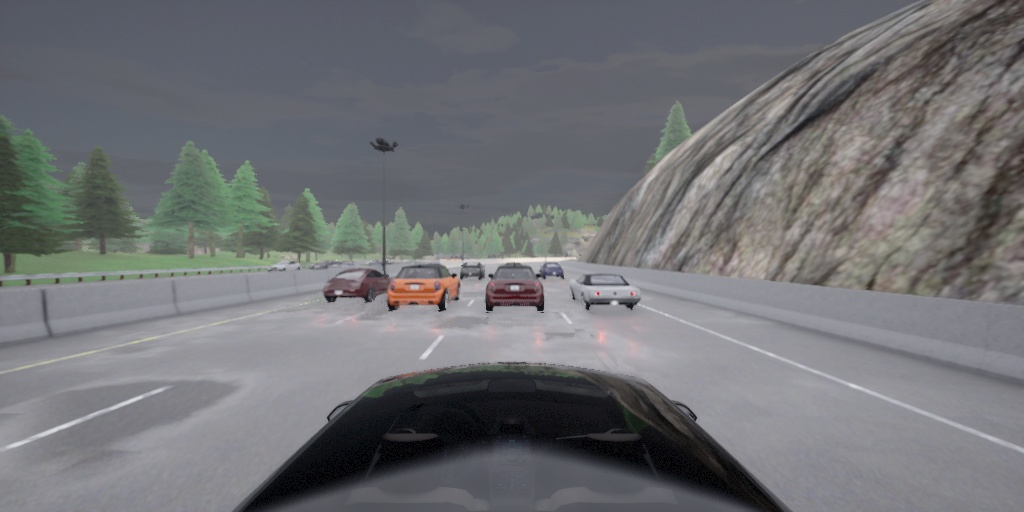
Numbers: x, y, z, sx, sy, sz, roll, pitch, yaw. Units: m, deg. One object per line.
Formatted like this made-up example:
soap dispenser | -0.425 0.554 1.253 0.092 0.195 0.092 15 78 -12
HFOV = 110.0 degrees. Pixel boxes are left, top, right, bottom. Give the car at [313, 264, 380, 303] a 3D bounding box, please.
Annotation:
car | -6.901 1.287 16.576 1.812 1.442 4.674 0 0 0

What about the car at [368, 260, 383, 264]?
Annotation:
car | -17.539 1.276 47.063 2.128 1.511 4.902 0 0 1

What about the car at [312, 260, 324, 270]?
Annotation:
car | -24.532 1.276 47.569 2.128 1.511 4.902 0 0 1

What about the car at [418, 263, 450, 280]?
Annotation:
car | -6.902 1.336 32.303 1.994 1.385 4.181 0 0 0

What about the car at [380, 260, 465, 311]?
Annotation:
car | -3.401 1.111 14.642 2.097 1.767 4.553 0 0 0

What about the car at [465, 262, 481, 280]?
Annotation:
car | -3.402 1.263 31.658 2.128 1.511 4.902 0 0 0

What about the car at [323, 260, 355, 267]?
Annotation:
car | -21.070 1.382 44.801 1.895 1.301 4.718 0 0 0

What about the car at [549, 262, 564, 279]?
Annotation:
car | 3.585 1.298 32.669 1.812 1.442 4.674 0 0 0

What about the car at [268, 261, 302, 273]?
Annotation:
car | -28.063 1.307 44.495 1.812 1.442 4.674 0 0 0

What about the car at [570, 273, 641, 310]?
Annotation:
car | 3.599 1.360 14.802 1.895 1.301 4.718 0 0 0

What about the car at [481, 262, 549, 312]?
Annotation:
car | 0.099 1.111 14.360 2.097 1.767 4.553 0 0 0
